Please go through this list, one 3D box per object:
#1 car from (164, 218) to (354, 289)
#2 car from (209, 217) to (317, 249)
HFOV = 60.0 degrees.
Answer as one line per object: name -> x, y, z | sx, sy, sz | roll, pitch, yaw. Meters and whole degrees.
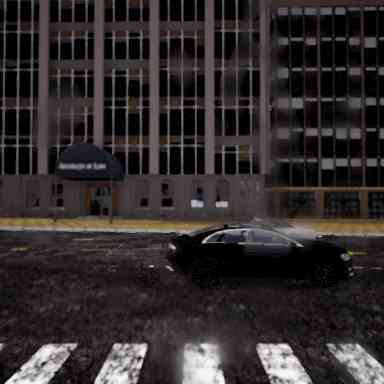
car -> 1.717, 1.609, 8.983 | 4.902, 1.511, 2.128 | 0, -1, 1
car -> 3.185, 1.884, 15.682 | 4.718, 1.301, 1.895 | 1, -1, 1
